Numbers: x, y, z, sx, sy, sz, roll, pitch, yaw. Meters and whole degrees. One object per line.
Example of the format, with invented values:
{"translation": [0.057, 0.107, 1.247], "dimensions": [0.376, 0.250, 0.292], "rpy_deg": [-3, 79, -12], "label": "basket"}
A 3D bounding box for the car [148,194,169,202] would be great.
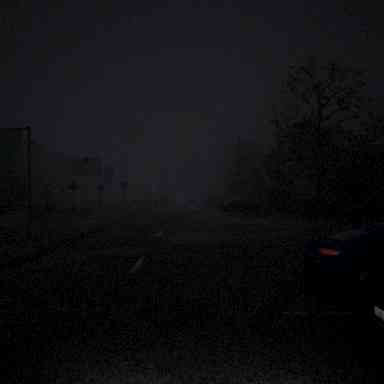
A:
{"translation": [-7.547, 1.406, 74.927], "dimensions": [4.553, 1.767, 2.185], "rpy_deg": [0, -1, -1], "label": "car"}

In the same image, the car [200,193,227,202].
{"translation": [4.689, 1.237, 72.925], "dimensions": [5.566, 2.045, 2.435], "rpy_deg": [0, -1, -1], "label": "car"}

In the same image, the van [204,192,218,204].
{"translation": [4.772, 0.990, 56.290], "dimensions": [4.442, 1.987, 1.878], "rpy_deg": [0, -1, 0], "label": "van"}

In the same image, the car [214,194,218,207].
{"translation": [5.041, 1.263, 35.496], "dimensions": [4.674, 1.452, 2.002], "rpy_deg": [0, 0, 0], "label": "car"}

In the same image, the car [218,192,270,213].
{"translation": [5.114, 1.119, 32.325], "dimensions": [4.553, 1.767, 2.185], "rpy_deg": [0, 0, 0], "label": "car"}

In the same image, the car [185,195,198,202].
{"translation": [-0.011, 1.547, 79.974], "dimensions": [2.097, 1.767, 4.553], "rpy_deg": [-1, -2, 15], "label": "car"}

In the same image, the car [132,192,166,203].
{"translation": [-7.569, 1.215, 56.828], "dimensions": [5.366, 1.575, 1.946], "rpy_deg": [0, -1, 0], "label": "car"}

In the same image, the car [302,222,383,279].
{"translation": [5.081, 1.461, 7.991], "dimensions": [4.674, 1.452, 2.002], "rpy_deg": [0, 0, 0], "label": "car"}

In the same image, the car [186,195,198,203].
{"translation": [-0.287, 1.401, 65.450], "dimensions": [2.033, 1.411, 5.357], "rpy_deg": [0, -1, -1], "label": "car"}

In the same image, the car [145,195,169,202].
{"translation": [-7.533, 1.462, 71.889], "dimensions": [5.008, 1.535, 2.097], "rpy_deg": [0, -1, -1], "label": "car"}

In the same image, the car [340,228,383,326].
{"translation": [5.079, 1.446, 4.714], "dimensions": [4.892, 1.521, 2.231], "rpy_deg": [0, 0, 0], "label": "car"}
